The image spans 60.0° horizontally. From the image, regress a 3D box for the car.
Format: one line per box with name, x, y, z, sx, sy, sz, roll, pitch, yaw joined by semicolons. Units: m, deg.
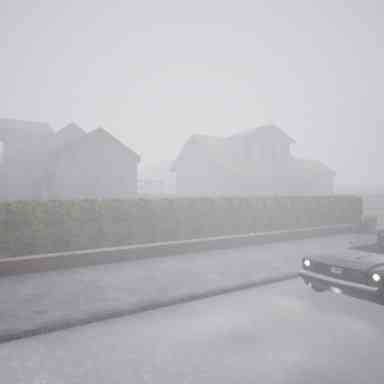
car;4.628;1.586;7.650;4.718;1.301;1.895;0;0;-34
